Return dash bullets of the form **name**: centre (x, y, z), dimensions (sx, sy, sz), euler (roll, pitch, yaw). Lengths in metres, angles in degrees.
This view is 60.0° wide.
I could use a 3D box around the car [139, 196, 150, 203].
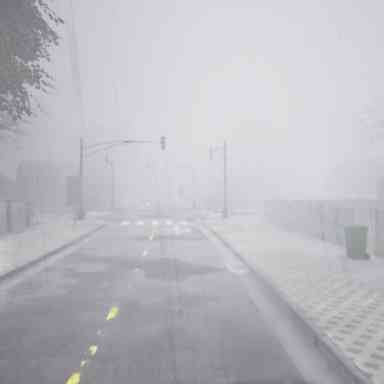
- **car**: centre (-9.241, 1.480, 65.131), dimensions (2.033, 1.411, 5.357), euler (0, 0, -8)
